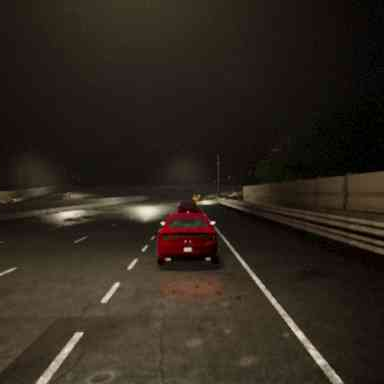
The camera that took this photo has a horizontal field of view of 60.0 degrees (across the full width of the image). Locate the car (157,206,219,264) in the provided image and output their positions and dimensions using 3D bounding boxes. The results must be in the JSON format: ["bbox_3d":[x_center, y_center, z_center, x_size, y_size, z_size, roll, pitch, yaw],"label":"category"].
[{"bbox_3d":[-0.151,1.503,11.986,1.882,1.535,5.008,-1,0,-1],"label":"car"}]

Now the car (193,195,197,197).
[{"bbox_3d":[-0.592,1.649,57.605,2.128,1.511,4.902,-1,0,0],"label":"car"}]

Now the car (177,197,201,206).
[{"bbox_3d":[-0.371,1.555,31.227,1.882,1.535,5.008,-1,0,-1],"label":"car"}]

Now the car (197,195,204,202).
[{"bbox_3d":[1.432,1.503,76.137,1.882,1.535,5.008,0,-1,18],"label":"car"}]
